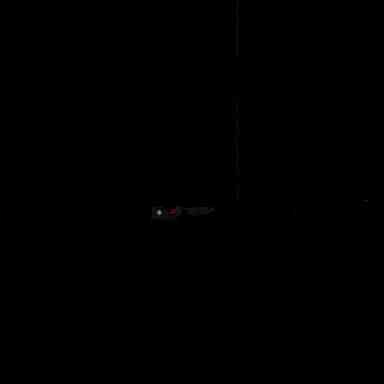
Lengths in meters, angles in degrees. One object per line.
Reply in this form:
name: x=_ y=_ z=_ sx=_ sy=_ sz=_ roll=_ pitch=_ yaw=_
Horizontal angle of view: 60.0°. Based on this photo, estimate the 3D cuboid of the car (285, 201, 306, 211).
car: x=15.164 y=2.050 z=49.124 sx=1.895 sy=1.301 sz=4.718 roll=-1 pitch=-1 yaw=36

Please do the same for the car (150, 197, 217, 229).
car: x=-0.459 y=1.364 z=22.893 sx=2.150 sy=2.045 sz=5.566 roll=-1 pitch=-1 yaw=36

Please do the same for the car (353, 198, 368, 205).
car: x=38.924 y=2.116 z=77.401 sx=2.097 sy=1.767 sz=4.553 roll=-1 pitch=-1 yaw=36
